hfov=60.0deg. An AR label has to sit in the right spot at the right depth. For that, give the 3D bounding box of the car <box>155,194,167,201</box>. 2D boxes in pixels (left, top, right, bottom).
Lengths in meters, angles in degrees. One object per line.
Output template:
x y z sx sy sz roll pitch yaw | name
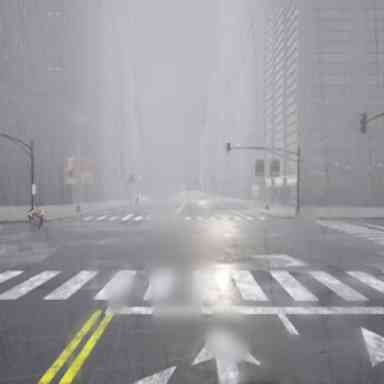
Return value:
-6.469 1.111 70.683 1.882 1.535 5.008 0 0 0 | car

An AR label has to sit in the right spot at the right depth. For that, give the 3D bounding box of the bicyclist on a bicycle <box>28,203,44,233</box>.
-8.678 1.434 18.619 0.866 1.612 1.509 0 0 1 | bicyclist on a bicycle

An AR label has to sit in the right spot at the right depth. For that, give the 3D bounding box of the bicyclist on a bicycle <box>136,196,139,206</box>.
-8.737 1.461 53.201 0.582 1.620 1.656 0 0 0 | bicyclist on a bicycle
